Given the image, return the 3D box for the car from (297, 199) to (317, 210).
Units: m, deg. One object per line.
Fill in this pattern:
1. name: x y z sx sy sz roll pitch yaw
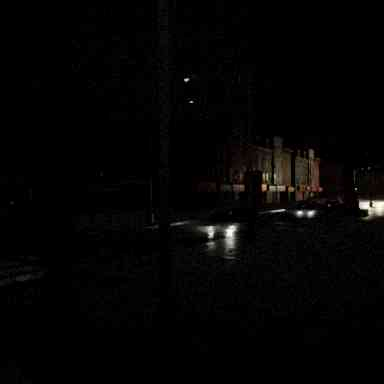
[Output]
1. car: 14.323 1.493 40.690 1.994 1.385 4.181 -1 0 36

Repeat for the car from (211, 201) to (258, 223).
1. car: 3.349 1.443 25.475 1.882 1.535 5.008 -1 0 36

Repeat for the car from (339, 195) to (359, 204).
1. car: 22.358 1.487 47.101 1.895 1.301 4.718 -1 0 36

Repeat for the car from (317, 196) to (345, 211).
1. car: 16.603 1.470 38.986 1.994 1.385 4.181 -1 0 36

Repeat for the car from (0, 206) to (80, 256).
1. car: -6.408 1.351 11.850 2.097 1.767 4.553 0 0 36
